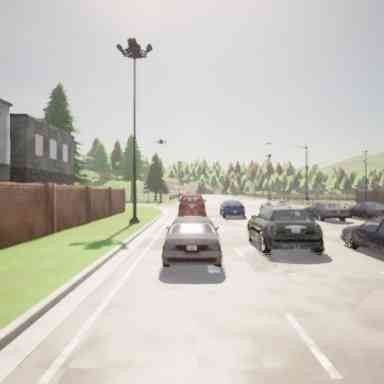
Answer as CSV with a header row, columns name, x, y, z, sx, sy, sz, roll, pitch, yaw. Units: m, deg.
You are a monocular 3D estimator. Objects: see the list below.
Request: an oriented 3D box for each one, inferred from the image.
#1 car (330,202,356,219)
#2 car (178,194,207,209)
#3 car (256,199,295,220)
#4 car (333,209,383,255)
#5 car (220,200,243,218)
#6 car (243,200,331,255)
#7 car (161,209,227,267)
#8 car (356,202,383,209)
name,x,y,z,sx,sy,sz,roll,pitch,yaw
car,10.519,1.507,26.328,2.033,1.411,5.357,0,0,0
car,0.030,1.182,27.413,2.150,2.045,5.566,0,0,1
car,7.043,1.448,28.506,2.128,1.511,4.902,0,0,1
car,7.024,1.530,11.331,2.033,1.411,5.357,0,0,0
car,3.551,1.432,29.690,1.882,1.535,5.008,0,0,0
car,3.542,1.331,13.418,2.097,1.767,4.553,0,0,1
car,0.023,1.530,11.364,2.033,1.411,5.357,0,0,1
car,14.020,1.507,26.372,2.033,1.411,5.357,0,0,0
